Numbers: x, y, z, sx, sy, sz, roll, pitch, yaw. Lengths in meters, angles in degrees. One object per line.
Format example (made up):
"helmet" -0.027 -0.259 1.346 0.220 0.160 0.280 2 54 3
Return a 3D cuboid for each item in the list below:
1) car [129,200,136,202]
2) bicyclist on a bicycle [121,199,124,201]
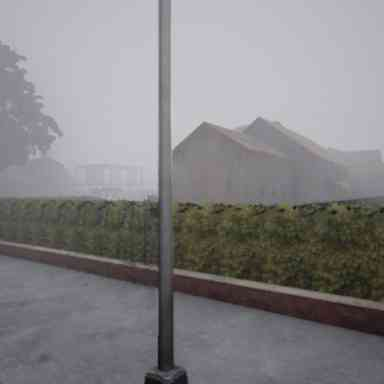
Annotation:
"car" -7.555 1.688 40.318 1.895 1.301 4.718 0 0 36
"bicyclist on a bicycle" -5.801 1.411 28.297 1.656 1.620 0.582 -1 0 35
